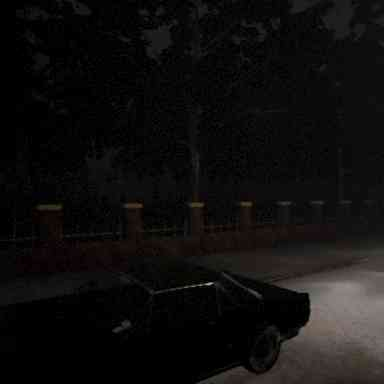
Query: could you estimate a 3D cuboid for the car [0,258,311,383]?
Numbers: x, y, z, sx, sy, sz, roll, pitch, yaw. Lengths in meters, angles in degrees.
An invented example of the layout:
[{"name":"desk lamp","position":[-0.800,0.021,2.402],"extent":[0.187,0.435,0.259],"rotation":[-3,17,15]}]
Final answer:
[{"name":"car","position":[-0.703,1.617,4.105],"extent":[4.718,1.301,1.895],"rotation":[1,0,-36]}]
